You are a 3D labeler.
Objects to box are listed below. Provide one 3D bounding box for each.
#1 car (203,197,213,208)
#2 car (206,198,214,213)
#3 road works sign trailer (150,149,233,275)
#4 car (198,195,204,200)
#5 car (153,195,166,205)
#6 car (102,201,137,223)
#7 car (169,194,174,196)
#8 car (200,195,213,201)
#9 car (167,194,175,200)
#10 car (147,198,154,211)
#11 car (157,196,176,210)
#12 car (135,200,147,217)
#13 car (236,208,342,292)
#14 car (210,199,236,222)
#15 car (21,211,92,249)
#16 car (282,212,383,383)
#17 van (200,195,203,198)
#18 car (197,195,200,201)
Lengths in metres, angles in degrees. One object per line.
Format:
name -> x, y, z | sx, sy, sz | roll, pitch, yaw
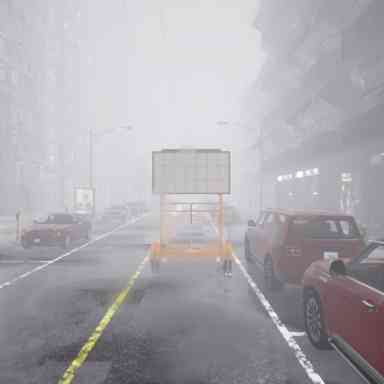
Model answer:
car -> 2.624, 1.548, 37.116 | 2.008, 1.369, 4.403 | 1, 0, 0
car -> 2.635, 1.566, 31.459 | 1.947, 1.339, 4.313 | 1, 0, 0
road works sign trailer -> -0.021, 0.466, 10.391 | 2.380, 3.560, 2.880 | 0, 0, 0
car -> 2.507, 1.528, 93.682 | 1.802, 1.307, 4.206 | 1, 0, 0
car -> -5.790, 1.427, 54.104 | 1.967, 1.590, 4.097 | 1, 0, 0
car -> -5.734, 1.584, 25.818 | 1.802, 1.307, 4.206 | 1, 0, 0
car -> -5.836, 1.407, 76.730 | 1.967, 1.590, 4.097 | 1, 0, 0
car -> 2.600, 1.556, 48.429 | 1.947, 1.339, 4.313 | 1, 0, 0
car -> -5.871, 1.386, 93.701 | 1.967, 1.590, 4.097 | 1, 0, 0
car -> -5.757, 1.563, 37.132 | 1.947, 1.339, 4.313 | 1, 0, 0
car -> -3.090, 1.594, 43.667 | 1.895, 1.301, 4.718 | 0, 0, 0
car -> -5.745, 1.545, 31.475 | 1.887, 1.381, 4.507 | 1, 0, 0
car -> 2.685, 1.317, 8.833 | 2.192, 1.841, 5.009 | 1, 0, 0
car -> 2.647, 1.527, 25.972 | 1.752, 1.417, 4.829 | 1, 0, 0
car -> -5.710, 1.547, 14.505 | 1.887, 1.381, 4.507 | 1, 0, 0
car -> 2.696, 1.316, 3.175 | 2.192, 1.841, 5.009 | 1, 0, 0
van -> 2.591, 1.328, 54.086 | 1.690, 1.788, 3.998 | 1, 0, 0
car -> 2.542, 1.549, 76.712 | 1.802, 1.307, 4.206 | 1, 0, 0
